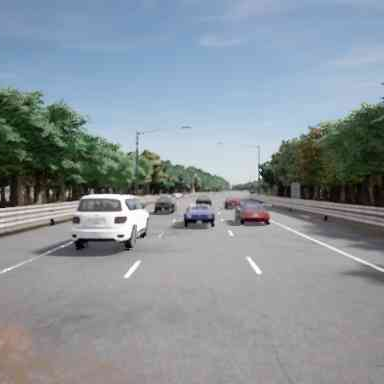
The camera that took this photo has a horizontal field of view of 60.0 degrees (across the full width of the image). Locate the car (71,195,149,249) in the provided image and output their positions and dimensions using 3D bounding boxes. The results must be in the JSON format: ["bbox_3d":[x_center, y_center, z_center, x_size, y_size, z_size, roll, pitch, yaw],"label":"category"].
[{"bbox_3d":[-3.215,1.118,14.079,2.150,2.045,5.566,0,0,1],"label":"car"}]

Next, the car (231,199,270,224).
[{"bbox_3d":[4.066,1.403,22.939,1.994,1.385,4.181,0,0,2],"label":"car"}]

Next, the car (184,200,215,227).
[{"bbox_3d":[0.508,1.447,21.615,1.895,1.301,4.718,0,0,2],"label":"car"}]

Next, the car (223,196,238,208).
[{"bbox_3d":[5.020,1.253,41.436,1.812,1.442,4.674,0,0,4],"label":"car"}]

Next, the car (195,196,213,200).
[{"bbox_3d":[1.406,1.212,39.671,1.882,1.535,5.008,0,0,4],"label":"car"}]

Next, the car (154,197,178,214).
[{"bbox_3d":[-2.511,1.277,32.567,1.837,1.490,4.892,0,0,3],"label":"car"}]
